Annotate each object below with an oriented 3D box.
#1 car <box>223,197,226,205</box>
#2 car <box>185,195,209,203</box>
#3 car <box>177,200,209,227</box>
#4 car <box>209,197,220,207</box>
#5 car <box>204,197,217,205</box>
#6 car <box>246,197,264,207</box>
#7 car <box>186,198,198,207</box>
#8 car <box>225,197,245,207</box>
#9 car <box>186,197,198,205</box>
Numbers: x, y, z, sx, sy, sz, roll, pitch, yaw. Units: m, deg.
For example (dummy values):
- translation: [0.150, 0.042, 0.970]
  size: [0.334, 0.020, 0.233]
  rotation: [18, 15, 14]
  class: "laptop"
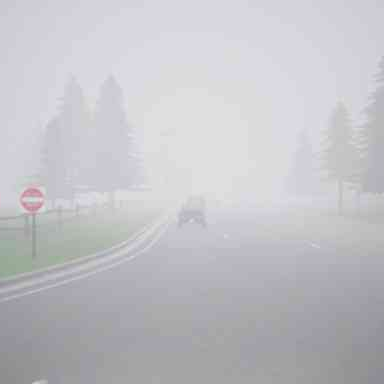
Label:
- translation: [7.010, 1.650, 64.350]
  size: [1.882, 1.535, 5.008]
  rotation: [0, 0, 0]
  class: "car"
- translation: [0.420, 1.325, 38.188]
  size: [2.150, 2.045, 5.566]
  rotation: [0, 0, 0]
  class: "car"
- translation: [-0.011, 1.567, 23.311]
  size: [1.837, 1.490, 4.892]
  rotation: [0, 0, 0]
  class: "car"
- translation: [3.508, 1.709, 54.347]
  size: [1.994, 1.385, 4.181]
  rotation: [0, 0, 0]
  class: "car"
- translation: [3.510, 1.664, 64.351]
  size: [2.128, 1.511, 4.902]
  rotation: [0, 0, 0]
  class: "car"
- translation: [10.508, 1.671, 54.347]
  size: [1.812, 1.442, 4.674]
  rotation: [0, 0, 0]
  class: "car"
- translation: [0.008, 1.746, 54.378]
  size: [1.895, 1.301, 4.718]
  rotation: [0, 0, 0]
  class: "car"
- translation: [7.008, 1.671, 54.347]
  size: [1.812, 1.442, 4.674]
  rotation: [0, 0, 0]
  class: "car"
- translation: [0.010, 1.664, 64.351]
  size: [2.128, 1.511, 4.902]
  rotation: [0, 0, 0]
  class: "car"
